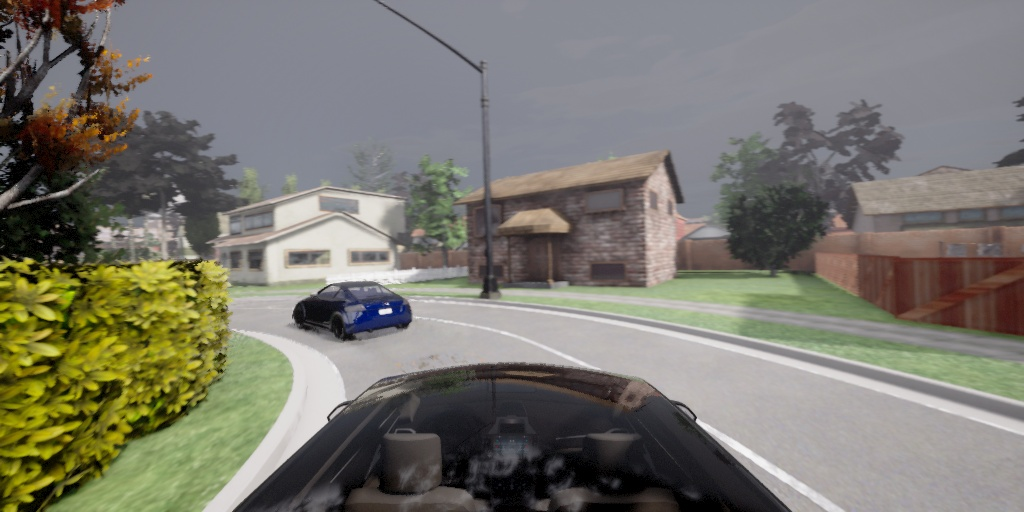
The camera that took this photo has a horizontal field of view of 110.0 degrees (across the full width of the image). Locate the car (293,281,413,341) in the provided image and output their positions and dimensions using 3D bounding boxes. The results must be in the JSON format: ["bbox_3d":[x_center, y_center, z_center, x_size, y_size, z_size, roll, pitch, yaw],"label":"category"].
[{"bbox_3d":[-4.775,1.447,10.601,4.181,1.385,1.994,-2,0,41],"label":"car"}]
